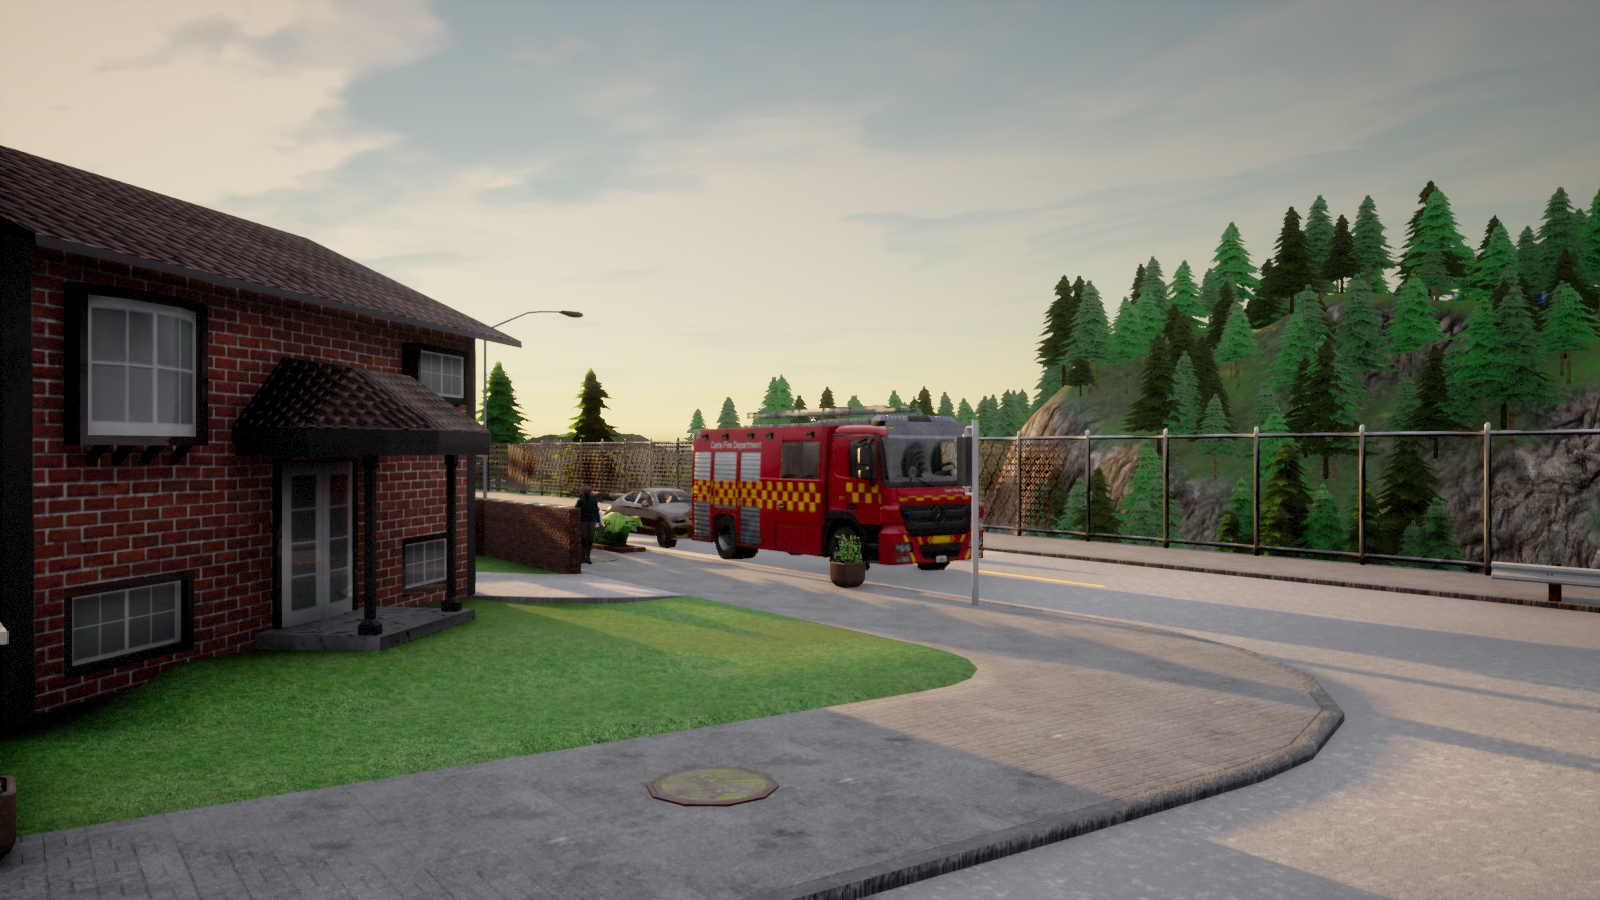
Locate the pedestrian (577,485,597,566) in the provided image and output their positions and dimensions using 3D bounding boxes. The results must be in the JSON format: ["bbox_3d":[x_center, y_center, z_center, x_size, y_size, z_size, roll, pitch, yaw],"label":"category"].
[{"bbox_3d":[-4.972,1.745,26.673,0.375,1.860,0.375,0,0,-25],"label":"pedestrian"}]

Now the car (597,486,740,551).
[{"bbox_3d":[-4.072,1.992,34.655,2.152,1.651,5.027,0,0,-35],"label":"car"}]

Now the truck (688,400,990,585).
[{"bbox_3d":[0.608,0.891,27.958,2.891,3.827,8.468,0,0,-35],"label":"truck"}]
